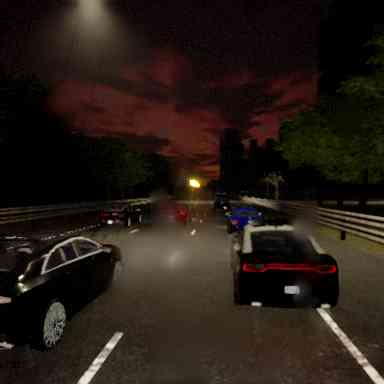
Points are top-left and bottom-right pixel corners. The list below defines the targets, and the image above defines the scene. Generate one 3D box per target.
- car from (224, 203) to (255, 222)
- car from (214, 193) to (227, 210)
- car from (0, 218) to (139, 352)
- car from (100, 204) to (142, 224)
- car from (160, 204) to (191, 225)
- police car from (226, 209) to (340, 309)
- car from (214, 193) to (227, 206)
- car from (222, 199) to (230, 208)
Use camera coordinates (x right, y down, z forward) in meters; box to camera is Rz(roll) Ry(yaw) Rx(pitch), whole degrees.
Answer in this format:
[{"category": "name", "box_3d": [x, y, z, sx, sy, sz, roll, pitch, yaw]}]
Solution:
[{"category": "car", "box_3d": [2.824, 1.556, 18.039, 1.812, 1.442, 4.674, 0, 0, 5]}, {"category": "car", "box_3d": [4.002, 1.409, 44.374, 2.097, 1.767, 4.553, 0, 0, 5]}, {"category": "car", "box_3d": [-2.736, 1.513, 6.247, 2.128, 1.511, 4.902, 0, 0, 5]}, {"category": "car", "box_3d": [-4.756, 1.563, 22.664, 1.837, 1.490, 4.892, 0, 0, 5]}, {"category": "car", "box_3d": [-1.111, 1.576, 24.180, 1.812, 1.442, 4.674, 0, 0, 5]}, {"category": "police car", "box_3d": [1.919, 1.439, 8.146, 1.930, 1.638, 5.238, 0, 0, 5]}, {"category": "car", "box_3d": [5.052, 1.274, 58.835, 2.150, 2.045, 5.566, 0, 0, 4]}, {"category": "car", "box_3d": [3.351, 1.516, 24.043, 1.882, 1.535, 5.008, 0, 0, 5]}]
